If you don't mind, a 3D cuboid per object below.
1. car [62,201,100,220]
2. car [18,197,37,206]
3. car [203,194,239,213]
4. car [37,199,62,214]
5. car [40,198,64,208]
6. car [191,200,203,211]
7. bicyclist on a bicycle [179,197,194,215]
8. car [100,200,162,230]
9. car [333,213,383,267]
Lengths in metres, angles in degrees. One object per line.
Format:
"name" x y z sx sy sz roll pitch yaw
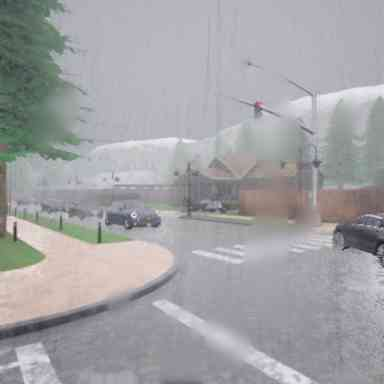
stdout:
"car" -9.113 1.488 28.368 2.128 1.511 4.902 0 0 -36
"car" -28.035 1.550 56.686 4.902 1.511 2.128 0 0 42
"car" 3.738 1.094 32.721 4.605 1.855 1.932 0 0 -36
"car" -15.250 1.523 36.689 1.837 1.490 4.892 0 0 -37
"car" -20.957 1.631 49.668 1.895 1.301 4.718 0 0 -42
"car" 1.935 1.104 34.516 3.866 1.878 1.905 0 0 -36
"bicyclist on a bicycle" -0.454 1.229 29.218 1.656 1.620 0.582 0 0 -36
"car" -3.797 1.330 21.109 2.097 1.767 4.553 0 0 -36
"car" 6.431 1.434 11.032 2.128 1.511 4.902 0 0 0
